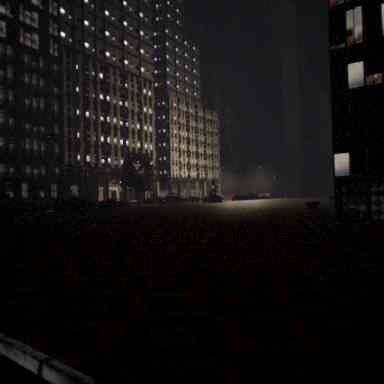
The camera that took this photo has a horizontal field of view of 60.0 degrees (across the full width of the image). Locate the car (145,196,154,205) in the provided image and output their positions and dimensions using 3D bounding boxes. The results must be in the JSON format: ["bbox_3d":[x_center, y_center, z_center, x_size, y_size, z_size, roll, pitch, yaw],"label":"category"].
[{"bbox_3d":[-6.411,1.395,57.899,1.967,1.590,4.097,-2,-1,35],"label":"car"}]

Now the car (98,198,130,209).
[{"bbox_3d":[-9.276,1.369,39.605,1.802,1.307,4.206,-2,-1,35],"label":"car"}]

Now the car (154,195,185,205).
[{"bbox_3d":[-3.762,1.377,57.015,1.837,1.490,4.892,-2,-2,35],"label":"car"}]

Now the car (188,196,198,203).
[{"bbox_3d":[-0.058,1.457,67.109,2.008,1.369,4.403,-2,-1,35],"label":"car"}]

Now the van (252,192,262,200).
[{"bbox_3d":[12.951,0.954,71.761,1.690,1.788,3.998,-2,-1,35],"label":"van"}]

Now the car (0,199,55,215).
[{"bbox_3d":[-15.520,1.367,30.550,1.752,1.417,4.829,-2,-1,35],"label":"car"}]

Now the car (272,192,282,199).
[{"bbox_3d":[19.329,0.883,80.930,2.192,1.841,5.009,-2,-1,35],"label":"car"}]

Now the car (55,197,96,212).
[{"bbox_3d":[-12.449,1.255,35.009,1.967,1.590,4.097,-2,-1,35],"label":"car"}]

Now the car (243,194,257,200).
[{"bbox_3d":[15.819,1.340,90.136,1.887,1.381,4.507,-2,-1,35],"label":"car"}]

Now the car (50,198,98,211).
[{"bbox_3d":[-14.583,1.508,41.451,2.033,1.411,5.357,-2,-1,35],"label":"car"}]

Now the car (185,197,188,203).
[{"bbox_3d":[-3.233,1.475,62.503,1.887,1.381,4.507,-2,-1,35],"label":"car"}]

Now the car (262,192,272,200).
[{"bbox_3d":[16.139,1.030,76.347,1.967,1.590,4.097,-2,-1,35],"label":"car"}]

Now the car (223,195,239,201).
[{"bbox_3d":[9.468,1.383,80.926,1.887,1.381,4.507,-2,-1,35],"label":"car"}]

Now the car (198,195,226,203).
[{"bbox_3d":[3.508,1.209,58.129,1.752,1.417,4.829,-2,-1,35],"label":"car"}]

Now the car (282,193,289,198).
[{"bbox_3d":[22.542,1.111,85.499,1.947,1.339,4.313,-2,-1,35],"label":"car"}]

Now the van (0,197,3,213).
[{"bbox_3d":[-22.289,1.430,34.873,1.690,1.788,3.998,-2,-1,35],"label":"van"}]

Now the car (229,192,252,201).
[{"bbox_3d":[9.756,1.077,67.181,1.967,1.590,4.097,-2,-1,35],"label":"car"}]

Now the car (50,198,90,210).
[{"bbox_3d":[-16.031,1.560,43.942,1.752,1.417,4.829,-2,-1,35],"label":"car"}]

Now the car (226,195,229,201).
[{"bbox_3d":[6.290,1.301,76.321,1.967,1.590,4.097,-2,-1,35],"label":"car"}]

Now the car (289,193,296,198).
[{"bbox_3d":[25.807,1.049,90.238,1.752,1.417,4.829,-2,-1,35],"label":"car"}]
